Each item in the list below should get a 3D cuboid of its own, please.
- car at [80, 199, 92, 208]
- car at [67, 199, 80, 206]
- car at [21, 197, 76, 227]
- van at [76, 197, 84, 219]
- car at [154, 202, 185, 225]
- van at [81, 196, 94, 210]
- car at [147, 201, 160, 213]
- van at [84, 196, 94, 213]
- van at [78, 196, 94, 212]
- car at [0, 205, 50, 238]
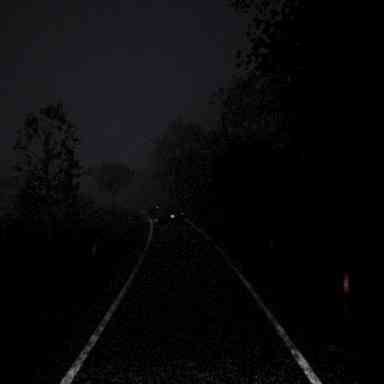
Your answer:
[{"bbox_3d":[-19.661,2.123,61.668,1.946,1.575,5.366,2,-2,-20],"label":"car"},{"bbox_3d":[-29.294,2.641,82.037,2.231,1.521,4.892,2,-3,-28],"label":"car"},{"bbox_3d":[-10.400,1.385,23.926,2.435,2.045,5.566,1,-2,-9],"label":"car"},{"bbox_3d":[-11.113,1.454,29.382,1.878,1.987,4.442,1,-2,-10],"label":"van"},{"bbox_3d":[-1.707,1.757,26.351,1.994,1.385,4.181,0,0,-8],"label":"car"},{"bbox_3d":[-16.044,1.710,51.170,1.878,1.987,4.442,1,-2,-16],"label":"van"},{"bbox_3d":[-4.554,1.845,41.685,1.994,1.385,4.181,0,0,-13],"label":"car"},{"bbox_3d":[-13.165,1.561,40.378,1.878,1.987,4.442,1,-2,-15],"label":"van"},{"bbox_3d":[-14.515,1.631,45.792,1.878,1.987,4.442,1,-2,-16],"label":"van"},{"bbox_3d":[-9.874,1.631,18.387,2.002,1.452,4.674,1,-2,-5],"label":"car"}]
